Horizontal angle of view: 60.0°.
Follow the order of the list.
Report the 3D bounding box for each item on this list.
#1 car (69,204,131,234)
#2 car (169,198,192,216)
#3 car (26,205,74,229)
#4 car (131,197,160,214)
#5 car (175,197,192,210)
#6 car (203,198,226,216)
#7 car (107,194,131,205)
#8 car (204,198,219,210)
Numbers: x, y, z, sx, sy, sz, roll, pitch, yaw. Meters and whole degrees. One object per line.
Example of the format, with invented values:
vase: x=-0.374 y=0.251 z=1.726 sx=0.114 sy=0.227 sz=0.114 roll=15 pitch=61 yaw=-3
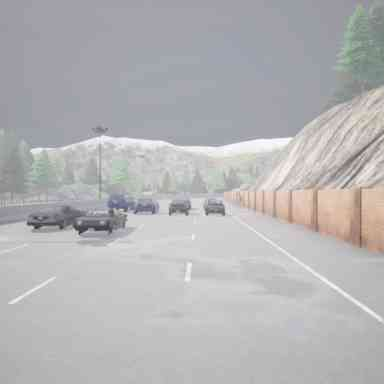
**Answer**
car: x=-5.050 y=1.600 z=19.048 sx=1.895 sy=1.301 sz=4.718 roll=0 pitch=0 yaw=1
car: x=-1.263 y=1.505 z=33.021 sx=1.837 sy=1.490 sz=4.892 roll=0 pitch=0 yaw=1
car: x=-8.510 y=1.547 z=21.461 sx=2.033 sy=1.411 sz=5.357 roll=0 pitch=0 yaw=2
car: x=-4.712 y=1.352 z=35.496 sx=2.097 sy=1.767 sz=4.553 roll=0 pitch=0 yaw=1
car: x=-1.050 y=1.477 z=43.464 sx=1.882 sy=1.535 sz=5.008 roll=0 pitch=0 yaw=1
car: x=2.234 y=1.491 z=32.831 sx=2.128 sy=1.511 sz=4.902 roll=0 pitch=0 yaw=1
car: x=-8.151 y=1.220 z=38.353 sx=2.150 sy=2.045 sz=5.566 roll=0 pitch=0 yaw=1
car: x=2.446 y=1.525 z=43.277 sx=1.812 sy=1.442 sz=4.674 roll=0 pitch=0 yaw=1
